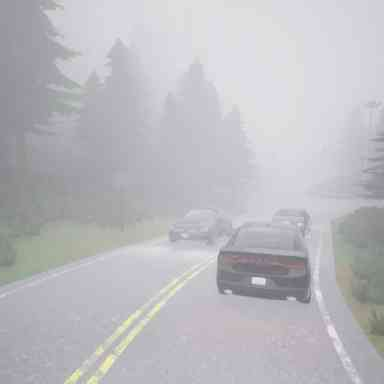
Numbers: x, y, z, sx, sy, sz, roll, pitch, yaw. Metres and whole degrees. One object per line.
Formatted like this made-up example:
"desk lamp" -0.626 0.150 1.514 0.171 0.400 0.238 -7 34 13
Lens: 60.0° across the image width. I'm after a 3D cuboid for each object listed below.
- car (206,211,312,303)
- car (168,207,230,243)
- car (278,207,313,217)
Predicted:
"car" 1.956 1.479 8.435 1.882 1.535 5.008 1 0 17
"car" 0.598 1.421 14.989 1.812 1.442 4.674 2 0 22
"car" 5.396 1.531 17.925 2.033 1.411 5.357 2 1 22
